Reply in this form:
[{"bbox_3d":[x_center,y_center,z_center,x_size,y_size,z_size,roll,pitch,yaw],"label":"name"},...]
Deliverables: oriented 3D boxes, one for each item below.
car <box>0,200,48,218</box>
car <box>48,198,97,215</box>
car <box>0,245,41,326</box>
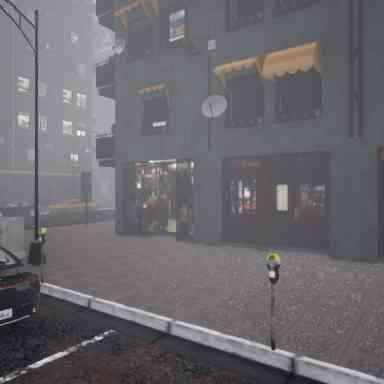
[{"bbox_3d":[-14.103,1.350,26.086,2.008,1.369,4.403,1,1,35],"label":"car"},{"bbox_3d":[-11.019,1.250,30.514,1.752,1.417,4.829,1,1,35],"label":"car"},{"bbox_3d":[-4.519,1.552,6.086,4.403,1.369,2.008,0,0,35],"label":"car"}]
